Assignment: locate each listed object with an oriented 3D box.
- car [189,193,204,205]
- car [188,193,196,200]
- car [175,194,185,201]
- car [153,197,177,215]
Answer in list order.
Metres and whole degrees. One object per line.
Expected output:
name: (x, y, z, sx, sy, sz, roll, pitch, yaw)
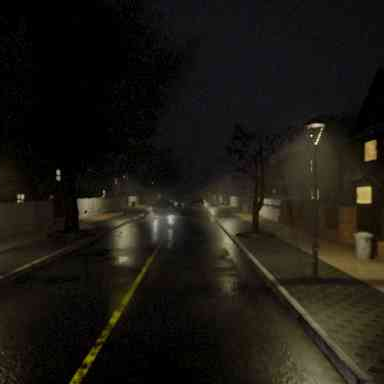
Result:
car: (0.927, 1.362, 58.316, 2.097, 1.767, 4.553, -2, 0, 0)
car: (-0.006, 1.162, 91.617, 2.150, 2.045, 5.566, 0, 0, 0)
car: (-2.755, 1.319, 75.619, 1.837, 1.490, 4.892, 0, 0, 0)
car: (-2.846, 1.545, 34.386, 1.812, 1.442, 4.674, 0, 0, 0)
